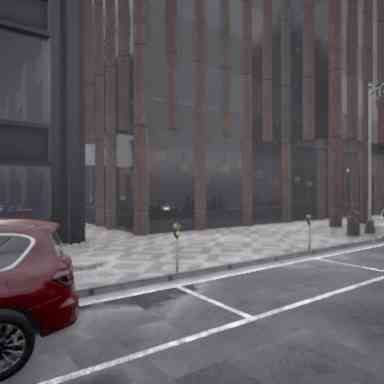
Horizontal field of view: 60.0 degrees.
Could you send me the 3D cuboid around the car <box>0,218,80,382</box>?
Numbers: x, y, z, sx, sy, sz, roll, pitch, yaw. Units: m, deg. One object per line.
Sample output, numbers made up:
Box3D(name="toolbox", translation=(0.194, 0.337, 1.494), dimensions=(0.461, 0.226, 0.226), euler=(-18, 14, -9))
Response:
Box3D(name="car", translation=(-3.904, 1.318, 3.864), dimensions=(5.009, 1.841, 2.192), euler=(0, 0, -35))
